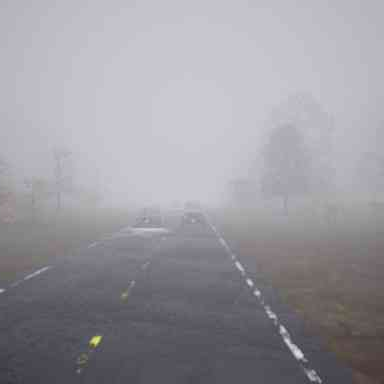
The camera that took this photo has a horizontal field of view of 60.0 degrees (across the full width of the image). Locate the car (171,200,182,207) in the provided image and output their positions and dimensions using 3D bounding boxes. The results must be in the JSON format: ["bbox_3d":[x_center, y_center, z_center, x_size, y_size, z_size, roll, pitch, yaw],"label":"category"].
[{"bbox_3d":[-2.991,2.273,64.298,1.895,1.301,4.718,0,-1,0],"label":"car"}]

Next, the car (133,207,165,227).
[{"bbox_3d":[-3.091,1.824,24.791,1.994,1.385,4.181,0,-1,0],"label":"car"}]

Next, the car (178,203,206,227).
[{"bbox_3d":[0.101,1.782,24.811,1.812,1.442,4.674,0,0,0],"label":"car"}]

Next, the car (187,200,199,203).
[{"bbox_3d":[0.112,1.788,41.774,2.097,1.767,4.553,0,-1,0],"label":"car"}]
